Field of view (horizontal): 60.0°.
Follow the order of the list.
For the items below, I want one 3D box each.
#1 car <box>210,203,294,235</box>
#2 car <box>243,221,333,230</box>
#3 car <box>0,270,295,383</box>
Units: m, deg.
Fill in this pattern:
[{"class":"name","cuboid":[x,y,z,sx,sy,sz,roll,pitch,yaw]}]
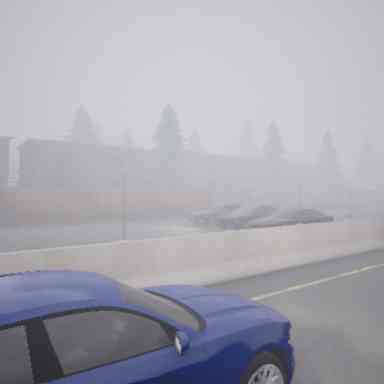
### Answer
[{"class":"car","cuboid":[3.626,1.474,19.575,5.008,1.535,1.882,0,0,-36]},{"class":"car","cuboid":[4.840,1.473,16.134,5.008,1.535,1.882,0,0,-36]},{"class":"car","cuboid":[-1.173,1.478,2.911,5.008,1.535,1.882,0,0,-36]}]
